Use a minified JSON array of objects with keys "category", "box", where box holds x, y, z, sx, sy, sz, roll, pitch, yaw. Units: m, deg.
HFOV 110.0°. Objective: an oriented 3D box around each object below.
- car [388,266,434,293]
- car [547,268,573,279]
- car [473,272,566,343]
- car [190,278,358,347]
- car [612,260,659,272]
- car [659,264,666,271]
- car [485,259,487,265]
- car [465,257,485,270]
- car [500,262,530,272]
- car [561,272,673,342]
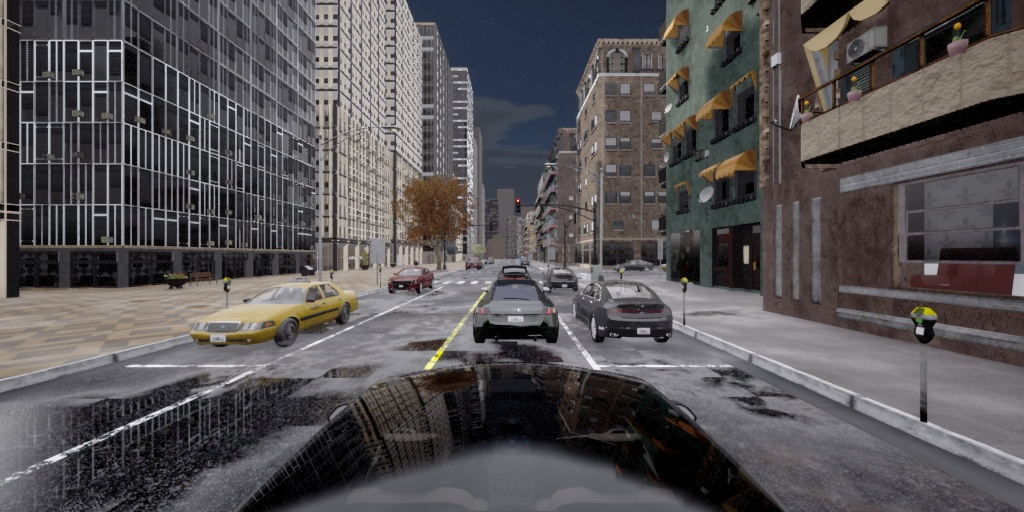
[{"category":"car","box":[-5.679,1.299,20.582,1.888,1.381,4.507,0,0,0]},{"category":"car","box":[2.701,1.305,20.576,2.007,1.370,4.403,0,0,0]},{"category":"car","box":[0.092,1.315,9.659,1.994,1.385,4.181,0,0,0]},{"category":"car","box":[-5.686,1.276,9.346,1.751,1.417,4.829,0,0,0]},{"category":"car","box":[13.459,1.108,39.985,4.403,1.370,2.007,0,0,-1]},{"category":"car","box":[18.857,1.006,40.037,4.829,1.417,1.751,0,0,-1]},{"category":"car","box":[-5.655,1.356,58.492,1.948,1.339,4.313,0,0,0]},{"category":"car","box":[-5.659,1.098,52.969,2.192,1.841,5.009,0,0,0]},{"category":"car","box":[0.116,1.259,19.708,1.837,1.490,4.892,0,0,-1]},{"category":"car","box":[2.694,1.301,9.510,2.007,1.370,4.403,0,0,0]}]
